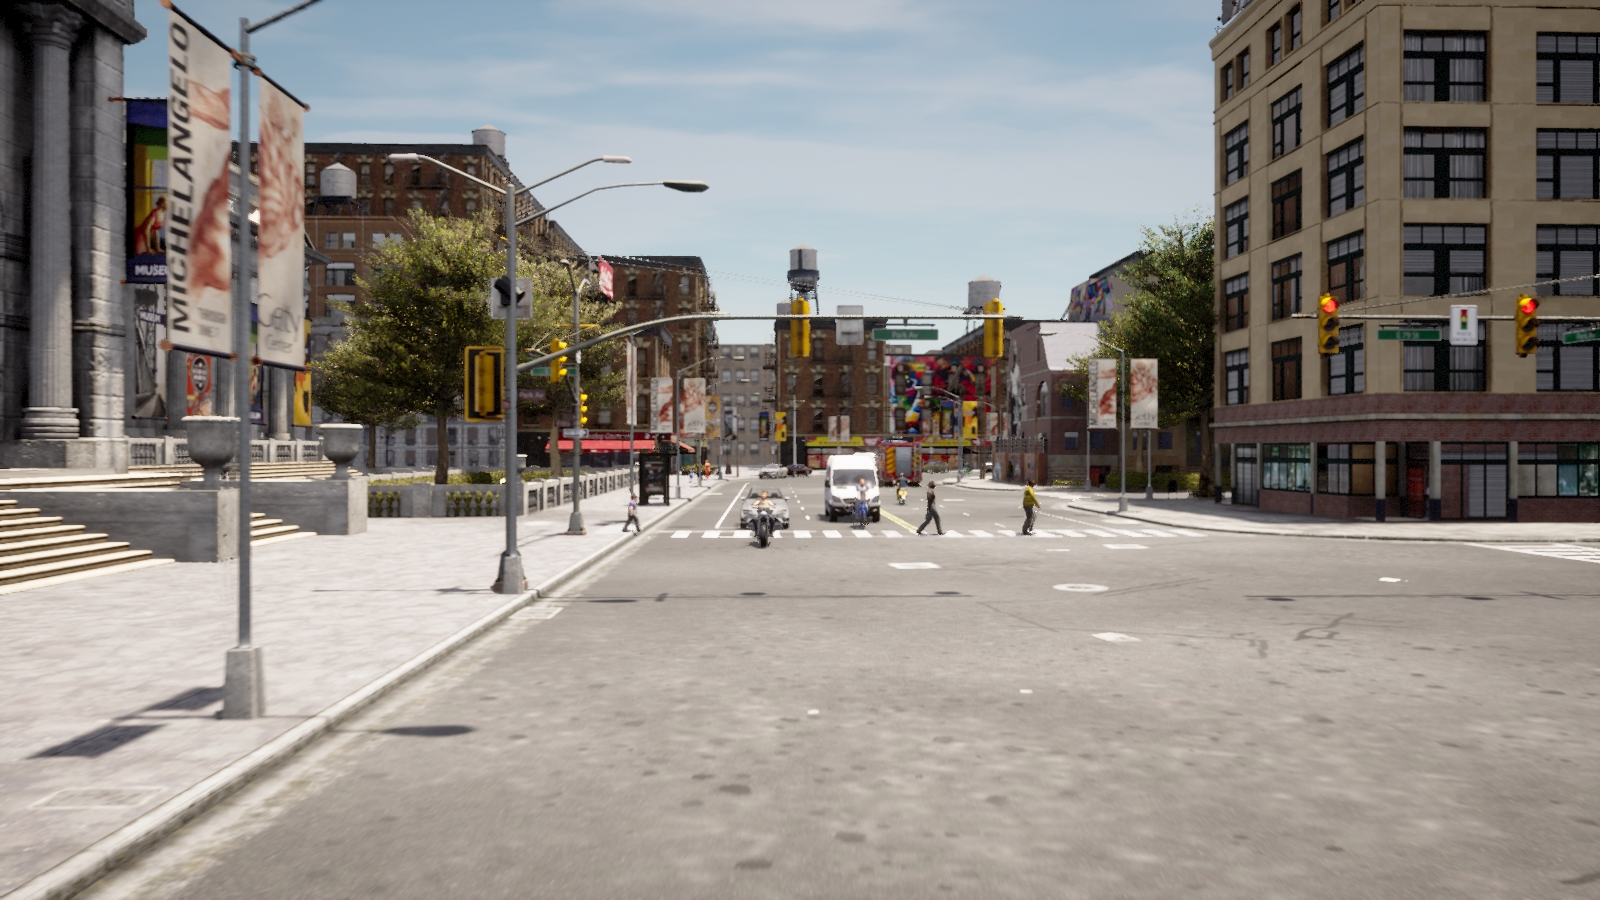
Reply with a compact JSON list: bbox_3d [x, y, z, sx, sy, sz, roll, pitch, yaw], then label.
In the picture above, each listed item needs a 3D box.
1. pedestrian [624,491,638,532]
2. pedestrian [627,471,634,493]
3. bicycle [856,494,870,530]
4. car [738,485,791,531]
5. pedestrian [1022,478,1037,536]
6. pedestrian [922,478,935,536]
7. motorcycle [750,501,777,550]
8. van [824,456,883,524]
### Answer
[{"bbox_3d":[-5.418,1.975,36.677,0.375,1.300,0.375,0,0,-22],"label":"pedestrian"},{"bbox_3d":[-10.477,1.975,70.602,0.375,1.300,0.375,0,0,-8],"label":"pedestrian"},{"bbox_3d":[2.241,2.206,40.899,0.373,1.196,1.643,0,0,-1],"label":"bicycle"},{"bbox_3d":[-1.275,2.065,41.551,1.816,1.474,4.193,0,0,-2],"label":"car"},{"bbox_3d":[7.463,1.850,37.218,0.375,1.860,0.375,0,0,-7],"label":"pedestrian"},{"bbox_3d":[4.170,1.849,37.036,0.375,1.860,0.375,0,0,1],"label":"pedestrian"},{"bbox_3d":[-1.046,2.170,33.215,0.764,1.277,2.356,0,0,-2],"label":"motorcycle"},{"bbox_3d":[2.101,1.535,46.566,1.988,2.561,5.915,0,0,-2],"label":"van"}]
